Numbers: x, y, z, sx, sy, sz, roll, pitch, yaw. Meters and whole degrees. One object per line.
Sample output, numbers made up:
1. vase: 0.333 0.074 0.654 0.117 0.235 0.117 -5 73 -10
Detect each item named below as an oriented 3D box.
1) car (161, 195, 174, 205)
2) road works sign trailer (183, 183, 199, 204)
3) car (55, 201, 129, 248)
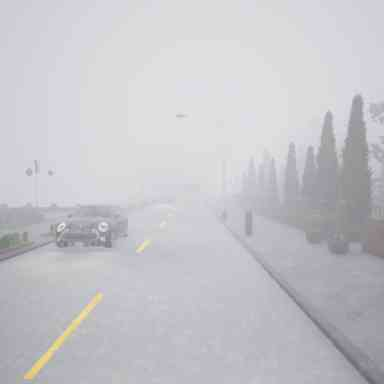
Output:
1. car: -4.053 1.274 54.805 2.128 1.511 4.902 0 0 0
2. road works sign trailer: 0.009 0.240 56.472 2.380 3.560 2.880 0 0 0
3. car: -4.097 1.295 14.329 2.097 1.767 4.553 0 0 0
